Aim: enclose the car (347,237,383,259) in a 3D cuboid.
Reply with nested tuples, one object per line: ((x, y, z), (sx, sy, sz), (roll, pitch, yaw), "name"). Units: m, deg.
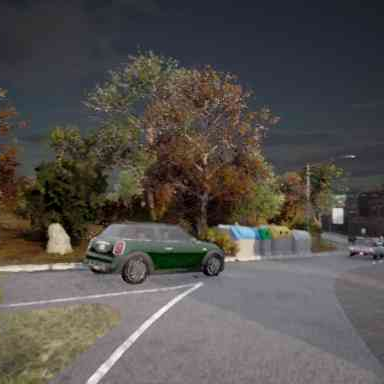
((13.967, 4.550, 26.506), (1.895, 1.301, 4.718), (-1, -8, 38), "car")

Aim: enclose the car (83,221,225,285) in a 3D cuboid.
((-0.974, 1.787, 10.695), (4.553, 1.767, 2.097), (9, -8, -43), "car")

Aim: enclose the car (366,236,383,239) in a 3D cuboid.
((20.904, 5.817, 37.306), (2.097, 1.767, 4.553), (-1, -7, 29), "car")
